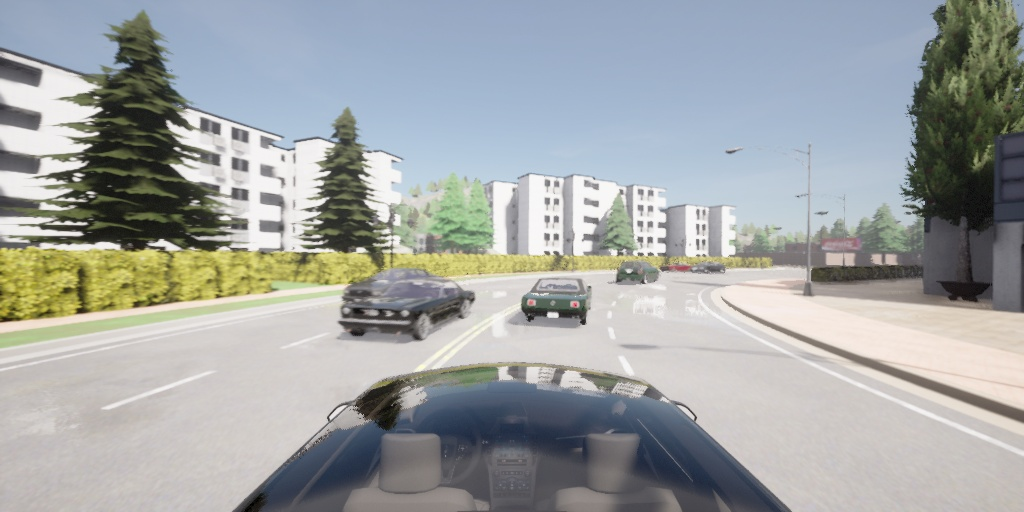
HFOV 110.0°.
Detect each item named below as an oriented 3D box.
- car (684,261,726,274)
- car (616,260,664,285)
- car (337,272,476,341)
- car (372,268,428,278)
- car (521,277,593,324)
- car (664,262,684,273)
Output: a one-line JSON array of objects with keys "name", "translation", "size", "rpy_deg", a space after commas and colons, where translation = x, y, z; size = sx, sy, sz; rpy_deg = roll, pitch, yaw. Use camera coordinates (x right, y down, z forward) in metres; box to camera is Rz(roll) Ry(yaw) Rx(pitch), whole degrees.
[{"name": "car", "translation": [23.387, 1.385, 42.827], "size": [4.902, 1.511, 2.128], "rpy_deg": [1, 0, -27]}, {"name": "car", "translation": [9.692, 1.146, 27.387], "size": [2.097, 1.767, 4.553], "rpy_deg": [1, 0, 38]}, {"name": "car", "translation": [-2.572, 1.313, 9.977], "size": [1.895, 1.301, 4.718], "rpy_deg": [1, 0, 12]}, {"name": "car", "translation": [-4.771, 1.230, 15.509], "size": [2.033, 1.411, 5.357], "rpy_deg": [1, 0, 17]}, {"name": "car", "translation": [1.709, 1.348, 12.095], "size": [1.895, 1.301, 4.718], "rpy_deg": [1, 0, 15]}, {"name": "car", "translation": [20.798, 1.465, 45.412], "size": [4.718, 1.301, 1.895], "rpy_deg": [0, 0, -28]}]
